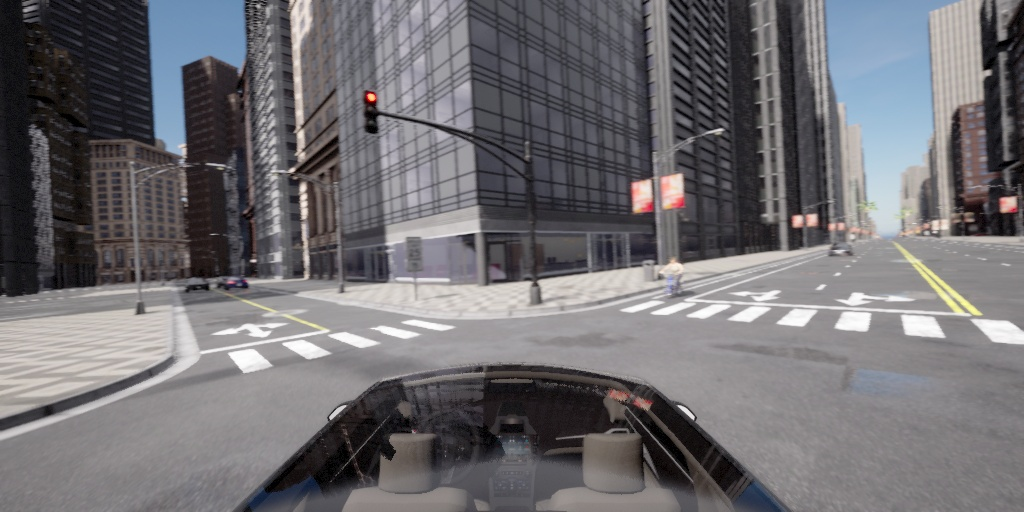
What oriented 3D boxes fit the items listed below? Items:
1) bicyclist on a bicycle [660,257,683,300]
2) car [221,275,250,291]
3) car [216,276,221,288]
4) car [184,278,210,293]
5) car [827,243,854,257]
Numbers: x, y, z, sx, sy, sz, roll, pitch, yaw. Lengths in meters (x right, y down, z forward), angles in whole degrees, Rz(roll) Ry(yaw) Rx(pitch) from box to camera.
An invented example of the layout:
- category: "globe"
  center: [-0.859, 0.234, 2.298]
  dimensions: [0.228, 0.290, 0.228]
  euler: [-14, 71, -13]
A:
- category: "bicyclist on a bicycle"
  center: [6.255, 0.828, 13.908]
  dimensions: [1.509, 1.612, 0.866]
  euler: [-3, 0, -43]
- category: "car"
  center: [-29.846, 2.914, 38.807]
  dimensions: [1.812, 1.442, 4.674]
  euler: [-3, 0, -43]
- category: "car"
  center: [-36.025, 3.222, 45.280]
  dimensions: [2.128, 1.511, 4.902]
  euler: [-3, 0, -43]
- category: "car"
  center: [-34.404, 3.116, 39.209]
  dimensions: [1.882, 1.535, 5.008]
  euler: [-3, 0, -44]
- category: "car"
  center: [36.563, -0.733, 39.877]
  dimensions: [4.674, 1.442, 1.812]
  euler: [-3, 0, -44]
